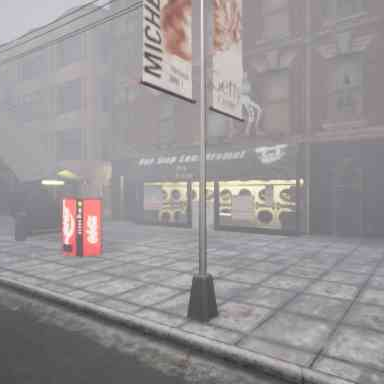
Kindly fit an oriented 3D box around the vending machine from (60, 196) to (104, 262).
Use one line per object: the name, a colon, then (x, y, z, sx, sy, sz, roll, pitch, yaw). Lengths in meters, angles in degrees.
vending machine: (-3.740, 1.195, 11.324, 0.880, 2.100, 1.100, 0, 0, 36)
